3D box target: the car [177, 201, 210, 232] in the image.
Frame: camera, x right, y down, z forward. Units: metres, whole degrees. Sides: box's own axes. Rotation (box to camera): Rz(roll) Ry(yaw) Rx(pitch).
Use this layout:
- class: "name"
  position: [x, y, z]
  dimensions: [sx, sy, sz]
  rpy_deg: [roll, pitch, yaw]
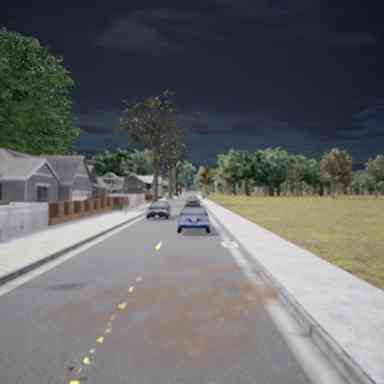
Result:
- class: "car"
  position: [0.101, 1.518, 19.889]
  dimensions: [2.033, 1.411, 5.357]
  rpy_deg: [0, 0, 0]

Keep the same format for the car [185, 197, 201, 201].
- class: "car"
  position: [0.107, 1.438, 41.283]
  dimensions: [1.837, 1.490, 4.892]
  rpy_deg: [0, 0, 0]

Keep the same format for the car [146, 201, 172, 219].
- class: "car"
  position: [-2.745, 1.511, 28.558]
  dimensions: [2.033, 1.411, 5.357]
  rpy_deg: [0, 0, 0]
